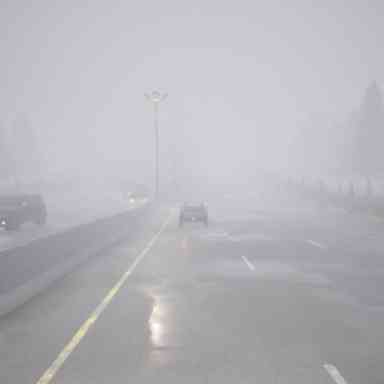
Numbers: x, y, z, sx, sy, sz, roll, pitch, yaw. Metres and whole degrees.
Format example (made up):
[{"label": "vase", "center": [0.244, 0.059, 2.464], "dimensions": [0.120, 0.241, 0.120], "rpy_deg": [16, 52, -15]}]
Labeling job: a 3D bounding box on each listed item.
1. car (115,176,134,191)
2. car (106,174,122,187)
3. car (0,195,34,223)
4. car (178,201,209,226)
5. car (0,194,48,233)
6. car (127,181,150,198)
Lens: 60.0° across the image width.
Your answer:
[{"label": "car", "center": [-10.507, -1.249, 54.254], "dimensions": [2.097, 1.767, 4.553], "rpy_deg": [0, 7, 1]}, {"label": "car", "center": [-13.955, -2.089, 60.170], "dimensions": [2.150, 2.045, 5.566], "rpy_deg": [0, 8, 0]}, {"label": "car", "center": [-14.083, 1.172, 25.121], "dimensions": [2.097, 1.767, 4.553], "rpy_deg": [0, 2, 0]}, {"label": "car", "center": [0.101, 1.377, 22.469], "dimensions": [2.128, 1.511, 4.902], "rpy_deg": [0, 1, 0]}, {"label": "car", "center": [-10.588, 1.148, 19.669], "dimensions": [2.150, 2.045, 5.566], "rpy_deg": [0, 0, 0]}, {"label": "car", "center": [-7.053, -0.212, 45.408], "dimensions": [2.097, 1.767, 4.553], "rpy_deg": [0, 6, 0]}]
